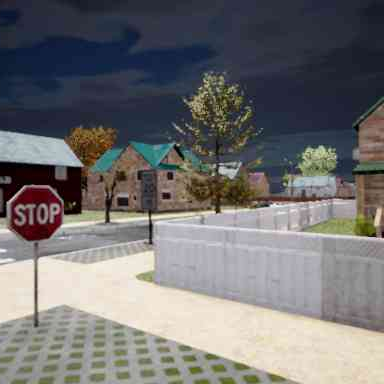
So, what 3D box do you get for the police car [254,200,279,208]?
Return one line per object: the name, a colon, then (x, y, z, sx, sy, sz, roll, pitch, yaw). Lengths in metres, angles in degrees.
police car: (8.431, 1.719, 38.711, 2.038, 1.542, 4.974, -1, -1, 34)
